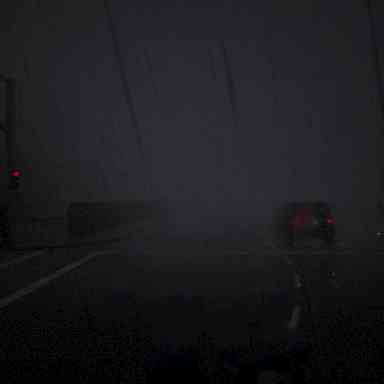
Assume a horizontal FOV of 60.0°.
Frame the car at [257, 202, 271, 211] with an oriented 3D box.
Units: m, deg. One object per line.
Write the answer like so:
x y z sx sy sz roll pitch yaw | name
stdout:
12.918 2.561 58.079 1.837 1.490 4.892 -1 -1 5 | car

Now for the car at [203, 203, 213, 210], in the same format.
3.266 2.964 68.519 1.895 1.301 4.718 -1 -1 5 | car

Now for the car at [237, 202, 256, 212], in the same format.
9.417 2.562 57.724 1.882 1.535 5.008 -1 -1 5 | car

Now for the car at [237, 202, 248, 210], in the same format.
10.167 2.748 67.259 1.882 1.535 5.008 -1 -1 5 | car

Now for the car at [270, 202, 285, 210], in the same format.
17.153 2.734 66.786 2.033 1.411 5.357 -1 -1 5 | car

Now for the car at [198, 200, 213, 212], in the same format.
2.218 2.341 55.827 2.150 2.045 5.566 -1 -1 5 | car

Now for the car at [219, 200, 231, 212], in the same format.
5.985 2.684 58.612 2.033 1.411 5.357 -1 -1 5 | car

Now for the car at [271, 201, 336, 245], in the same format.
5.732 1.525 17.412 2.150 2.045 5.566 -1 -1 6 | car

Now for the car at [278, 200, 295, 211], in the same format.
16.341 2.365 57.620 2.097 1.767 4.553 -1 -1 5 | car

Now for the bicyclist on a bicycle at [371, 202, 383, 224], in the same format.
15.723 1.863 27.592 1.656 1.620 0.582 -1 -1 17 | bicyclist on a bicycle

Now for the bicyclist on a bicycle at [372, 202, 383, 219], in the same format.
18.089 1.776 32.009 1.656 1.620 0.582 0 -1 -29 | bicyclist on a bicycle
